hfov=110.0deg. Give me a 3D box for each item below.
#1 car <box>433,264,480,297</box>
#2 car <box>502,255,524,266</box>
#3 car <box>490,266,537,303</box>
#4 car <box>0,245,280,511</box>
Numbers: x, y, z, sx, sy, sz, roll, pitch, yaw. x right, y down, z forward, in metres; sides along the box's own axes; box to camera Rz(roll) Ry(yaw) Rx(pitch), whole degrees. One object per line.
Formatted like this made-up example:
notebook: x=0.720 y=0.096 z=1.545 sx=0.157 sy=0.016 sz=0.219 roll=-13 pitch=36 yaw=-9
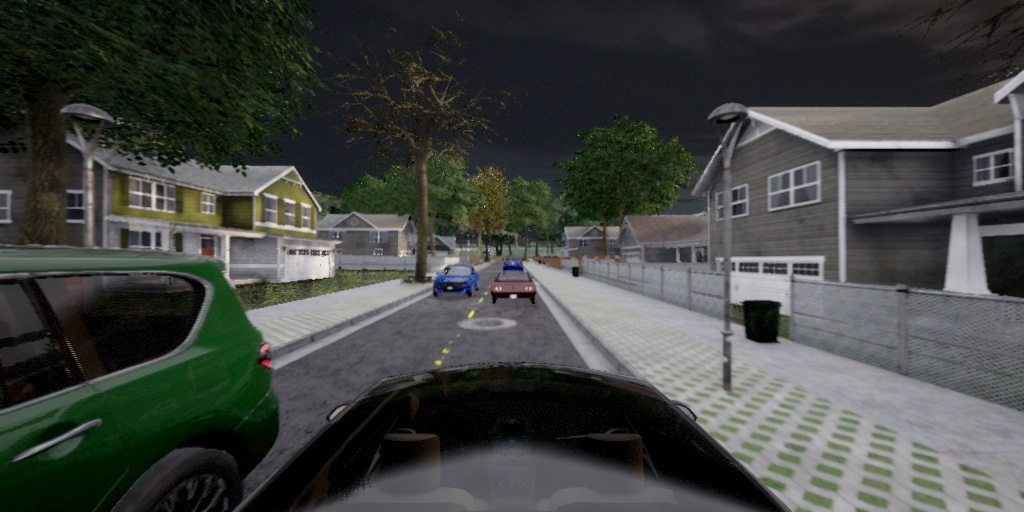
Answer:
car: x=-2.811 y=1.188 z=18.831 sx=1.882 sy=1.535 sz=5.008 roll=0 pitch=0 yaw=0
car: x=0.104 y=0.861 z=39.662 sx=2.150 sy=2.045 sz=5.566 roll=0 pitch=0 yaw=0
car: x=0.072 y=1.318 z=16.460 sx=1.895 sy=1.301 sz=4.718 roll=0 pitch=0 yaw=0
car: x=-2.836 y=0.973 z=0.411 sx=2.150 sy=2.045 sz=5.566 roll=0 pitch=0 yaw=0
